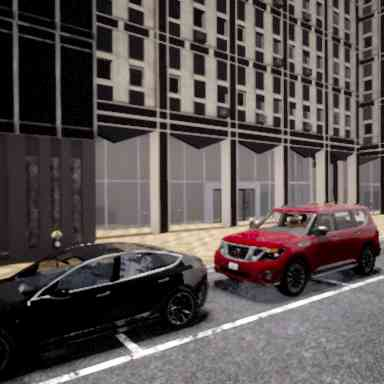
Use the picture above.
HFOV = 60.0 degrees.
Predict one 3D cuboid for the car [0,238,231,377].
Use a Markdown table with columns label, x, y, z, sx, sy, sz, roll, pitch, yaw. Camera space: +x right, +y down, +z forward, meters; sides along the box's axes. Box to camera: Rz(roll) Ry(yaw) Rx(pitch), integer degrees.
| label | x | y | z | sx | sy | sz | roll | pitch | yaw |
| --- | --- | --- | --- | --- | --- | --- | --- | --- | --- |
| car | -1.695 | 1.557 | 5.353 | 4.313 | 1.339 | 1.947 | 0 | 0 | -35 |

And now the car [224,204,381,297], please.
| label | x | y | z | sx | sy | sz | roll | pitch | yaw |
| --- | --- | --- | --- | --- | --- | --- | --- | --- | --- |
| car | 2.941 | 1.275 | 8.660 | 5.009 | 1.841 | 2.192 | 0 | 0 | -35 |
